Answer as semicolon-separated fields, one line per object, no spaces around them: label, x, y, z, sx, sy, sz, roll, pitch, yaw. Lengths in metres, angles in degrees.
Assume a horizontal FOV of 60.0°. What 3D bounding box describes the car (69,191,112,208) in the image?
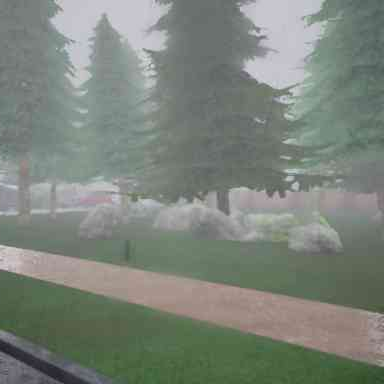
car;-12.465;0.927;41.379;2.150;2.045;5.566;0;0;34
